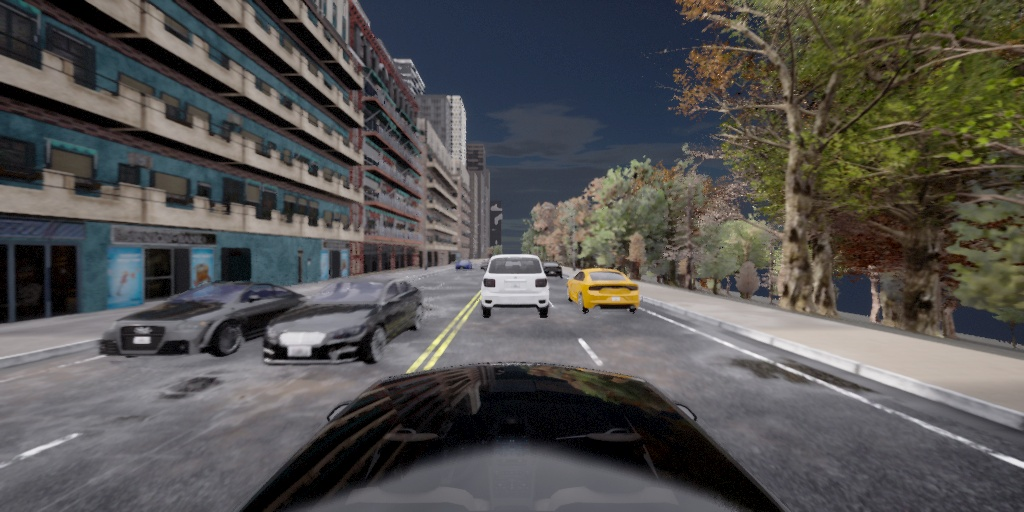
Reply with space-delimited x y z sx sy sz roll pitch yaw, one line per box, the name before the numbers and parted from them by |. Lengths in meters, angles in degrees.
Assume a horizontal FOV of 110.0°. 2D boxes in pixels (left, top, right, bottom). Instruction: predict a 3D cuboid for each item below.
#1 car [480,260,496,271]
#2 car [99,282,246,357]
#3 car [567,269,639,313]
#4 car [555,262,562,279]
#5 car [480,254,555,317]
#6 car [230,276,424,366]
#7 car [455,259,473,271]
car | -3.320 1.307 50.168 1.994 1.385 4.181 0 0 0
car | -6.600 1.312 8.387 1.994 1.385 4.181 0 0 0
car | 3.352 1.223 14.033 1.882 1.535 5.008 0 0 0
car | 3.354 1.220 32.385 1.882 1.535 5.008 0 0 0
car | 0.102 0.967 13.289 2.150 2.045 5.566 0 0 0
car | -3.350 1.239 8.112 2.128 1.511 4.902 0 0 0
car | -6.575 1.220 49.347 1.882 1.535 5.008 0 0 0
